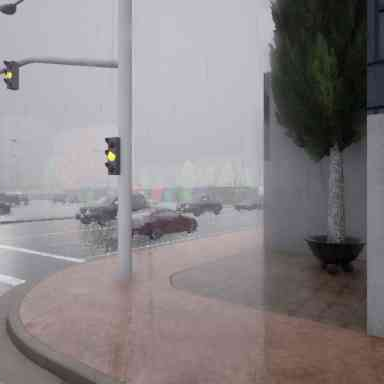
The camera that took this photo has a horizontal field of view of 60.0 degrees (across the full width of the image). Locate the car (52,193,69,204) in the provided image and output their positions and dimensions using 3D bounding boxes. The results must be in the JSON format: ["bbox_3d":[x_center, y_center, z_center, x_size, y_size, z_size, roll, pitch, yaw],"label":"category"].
[{"bbox_3d":[-23.120,1.153,59.806,4.605,1.855,1.932,0,0,35],"label":"car"}]

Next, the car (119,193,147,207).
[{"bbox_3d":[-8.820,1.156,49.684,3.866,1.878,1.905,0,0,35],"label":"car"}]

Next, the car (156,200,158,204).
[{"bbox_3d":[-7.135,1.395,52.039,3.806,1.475,1.970,0,0,35],"label":"car"}]

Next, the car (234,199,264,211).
[{"bbox_3d":[7.197,1.547,40.625,2.033,1.411,5.357,0,0,37],"label":"car"}]

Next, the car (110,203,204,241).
[{"bbox_3d":[-1.600,1.526,16.790,1.812,1.442,4.674,0,0,36],"label":"car"}]

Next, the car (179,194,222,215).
[{"bbox_3d":[0.798,1.221,32.111,2.150,2.045,5.566,0,0,37],"label":"car"}]

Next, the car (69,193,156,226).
[{"bbox_3d":[-5.471,1.221,23.707,2.150,2.045,5.566,0,0,36],"label":"car"}]

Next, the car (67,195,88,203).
[{"bbox_3d":[-21.392,1.364,62.131,3.905,1.438,1.784,0,0,35],"label":"car"}]

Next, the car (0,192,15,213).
[{"bbox_3d":[-20.146,1.156,33.658,3.866,1.878,1.905,0,0,35],"label":"car"}]
